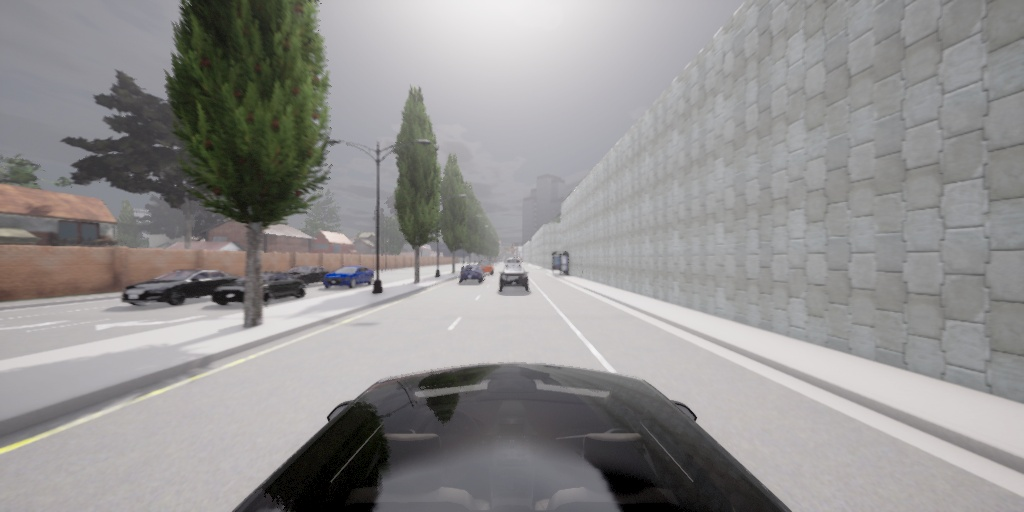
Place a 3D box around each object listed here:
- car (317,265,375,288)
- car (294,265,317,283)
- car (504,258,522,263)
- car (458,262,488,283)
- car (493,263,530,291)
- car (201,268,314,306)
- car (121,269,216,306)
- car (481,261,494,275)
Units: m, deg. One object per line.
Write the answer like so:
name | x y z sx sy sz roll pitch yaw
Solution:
car | -11.504 1.422 25.670 1.882 1.535 5.008 0 0 1
car | -15.000 1.440 26.088 2.128 1.511 4.902 0 0 0
car | 0.136 1.315 46.414 2.150 2.045 5.566 0 0 0
car | -3.374 1.502 30.848 1.812 1.442 4.674 0 0 0
car | 0.118 1.407 23.315 2.128 1.511 4.902 0 0 0
car | -11.490 1.442 16.626 1.994 1.385 4.181 0 0 0
car | -14.990 1.373 16.656 2.128 1.511 4.902 0 -1 0
car | -3.364 1.442 45.758 2.097 1.767 4.553 0 -1 0
